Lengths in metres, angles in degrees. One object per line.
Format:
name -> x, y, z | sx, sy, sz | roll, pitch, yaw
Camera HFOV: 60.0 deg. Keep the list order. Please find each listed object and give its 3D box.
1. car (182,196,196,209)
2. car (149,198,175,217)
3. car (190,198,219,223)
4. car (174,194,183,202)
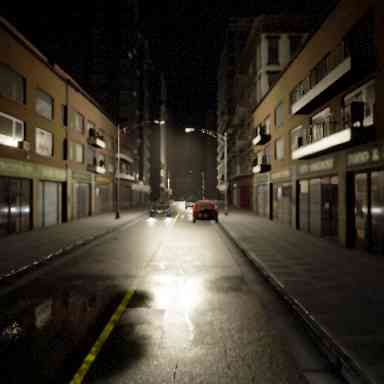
car -> 0.030, 1.634, 46.096 | 1.895, 1.301, 4.718 | 0, 0, 1
car -> -2.848, 1.521, 31.174 | 1.837, 1.490, 4.892 | 0, 0, 0
car -> 0.962, 1.491, 25.432 | 1.882, 1.535, 5.008 | 0, 0, 0
car -> -2.753, 1.320, 72.489 | 2.097, 1.767, 4.553 | 0, 0, 0
